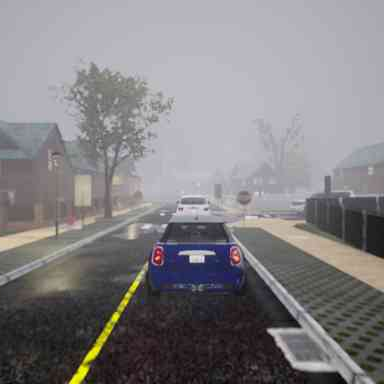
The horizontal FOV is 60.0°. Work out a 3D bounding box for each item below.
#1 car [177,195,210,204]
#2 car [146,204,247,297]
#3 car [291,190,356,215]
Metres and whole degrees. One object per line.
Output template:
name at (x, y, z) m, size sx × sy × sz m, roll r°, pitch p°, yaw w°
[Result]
car at (0.095, 1.231, 23.699) m, size 2.150 × 2.045 × 5.566 m, roll 0°, pitch 0°, yaw 0°
car at (0.099, 1.358, 8.762) m, size 2.097 × 1.767 × 4.553 m, roll 0°, pitch 0°, yaw 0°
car at (11.574, 0.919, 29.207) m, size 5.566 × 2.045 × 2.150 m, roll -2°, pitch 0°, yaw -2°
